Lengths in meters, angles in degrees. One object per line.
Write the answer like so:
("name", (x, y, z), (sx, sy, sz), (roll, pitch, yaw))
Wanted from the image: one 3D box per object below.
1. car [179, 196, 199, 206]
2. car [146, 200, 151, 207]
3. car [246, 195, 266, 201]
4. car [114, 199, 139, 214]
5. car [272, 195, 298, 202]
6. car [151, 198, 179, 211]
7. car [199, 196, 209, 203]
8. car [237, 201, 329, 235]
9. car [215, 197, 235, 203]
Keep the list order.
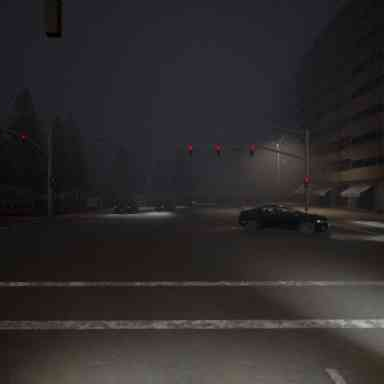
("car", (-1.156, 1.530, 53.049), (2.033, 1.411, 5.357), (0, 0, 19))
("car", (-5.392, 1.584, 50.704), (1.895, 1.301, 4.718), (0, 0, 15))
("car", (13.138, 1.455, 68.040), (5.008, 1.535, 1.882), (0, 0, -41))
("car", (-6.940, 1.514, 35.471), (1.812, 1.442, 4.674), (0, 0, 2))
("car", (18.502, 1.456, 67.553), (5.008, 1.535, 1.882), (0, 0, -33))
("car", (-3.219, 1.478, 40.634), (2.128, 1.511, 4.902), (0, 0, 4))
("car", (1.495, 1.470, 65.542), (2.128, 1.511, 4.902), (0, 0, 35))
("car", (4.982, 1.497, 18.557), (4.902, 1.511, 2.128), (0, 0, 26))
("car", (6.503, 1.579, 66.282), (1.895, 1.301, 4.718), (0, 0, 41))
